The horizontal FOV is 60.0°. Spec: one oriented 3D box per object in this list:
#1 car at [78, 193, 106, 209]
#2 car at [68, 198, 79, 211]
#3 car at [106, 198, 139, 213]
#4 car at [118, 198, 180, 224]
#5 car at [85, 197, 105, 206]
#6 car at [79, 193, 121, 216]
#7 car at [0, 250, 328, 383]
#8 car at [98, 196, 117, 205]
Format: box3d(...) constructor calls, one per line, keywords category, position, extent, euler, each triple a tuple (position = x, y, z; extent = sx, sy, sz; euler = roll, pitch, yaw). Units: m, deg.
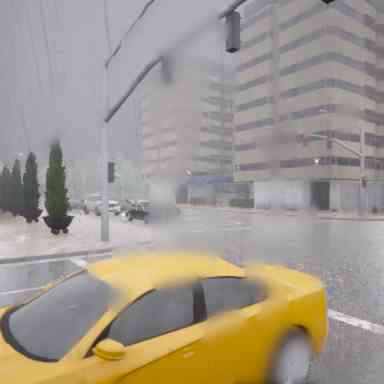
box3d(category="car", position=(-13.834, 1.221, 45.878), extent=(2.150, 2.045, 5.566), euler=(0, 0, -34))
box3d(category="car", position=(-14.576, 1.525, 40.789), extent=(1.812, 1.442, 4.674), euler=(0, 0, -35))
box3d(category="car", position=(-7.926, 1.505, 37.401), extent=(1.837, 1.490, 4.892), euler=(0, 0, -35))
box3d(category="car", position=(-3.296, 1.491, 24.684), extent=(2.128, 1.511, 4.902), euler=(0, 0, -35))
box3d(category="car", position=(-16.401, 1.564, 55.948), extent=(1.994, 1.385, 4.181), euler=(0, 0, -35))
box3d(category="car", position=(-8.956, 1.221, 32.767), extent=(2.150, 2.045, 5.566), euler=(0, 0, -35))
box3d(category="car", position=(-0.590, 1.477, 3.573), extent=(5.008, 1.535, 1.882), euler=(0, 0, -36))
box3d(category="car", position=(-15.554, 1.525, 60.837), extent=(1.812, 1.442, 4.674), euler=(0, 0, -35))
